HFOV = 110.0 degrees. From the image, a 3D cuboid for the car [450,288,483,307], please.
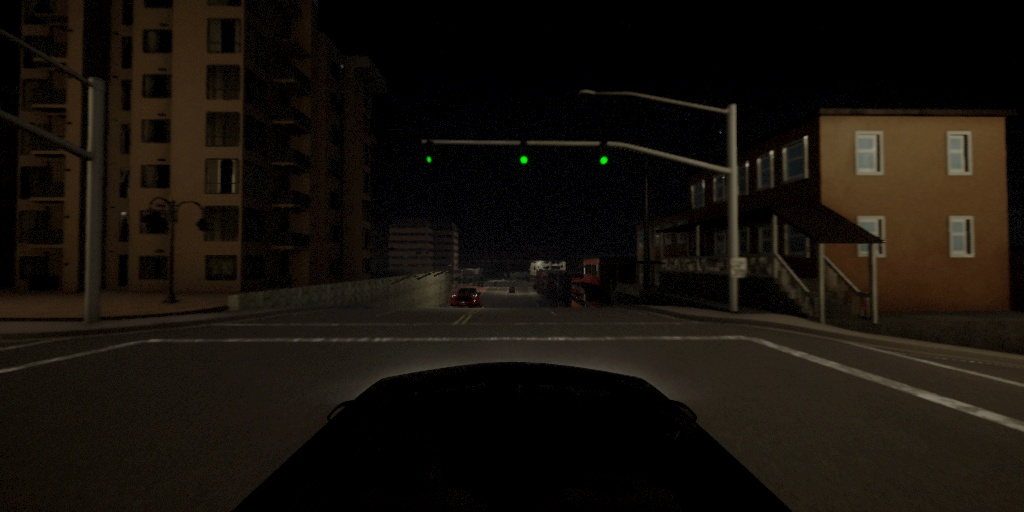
[{"bbox_3d":[-3.498,3.290,28.155,2.097,1.767,4.553,0,-13,0],"label":"car"}]
